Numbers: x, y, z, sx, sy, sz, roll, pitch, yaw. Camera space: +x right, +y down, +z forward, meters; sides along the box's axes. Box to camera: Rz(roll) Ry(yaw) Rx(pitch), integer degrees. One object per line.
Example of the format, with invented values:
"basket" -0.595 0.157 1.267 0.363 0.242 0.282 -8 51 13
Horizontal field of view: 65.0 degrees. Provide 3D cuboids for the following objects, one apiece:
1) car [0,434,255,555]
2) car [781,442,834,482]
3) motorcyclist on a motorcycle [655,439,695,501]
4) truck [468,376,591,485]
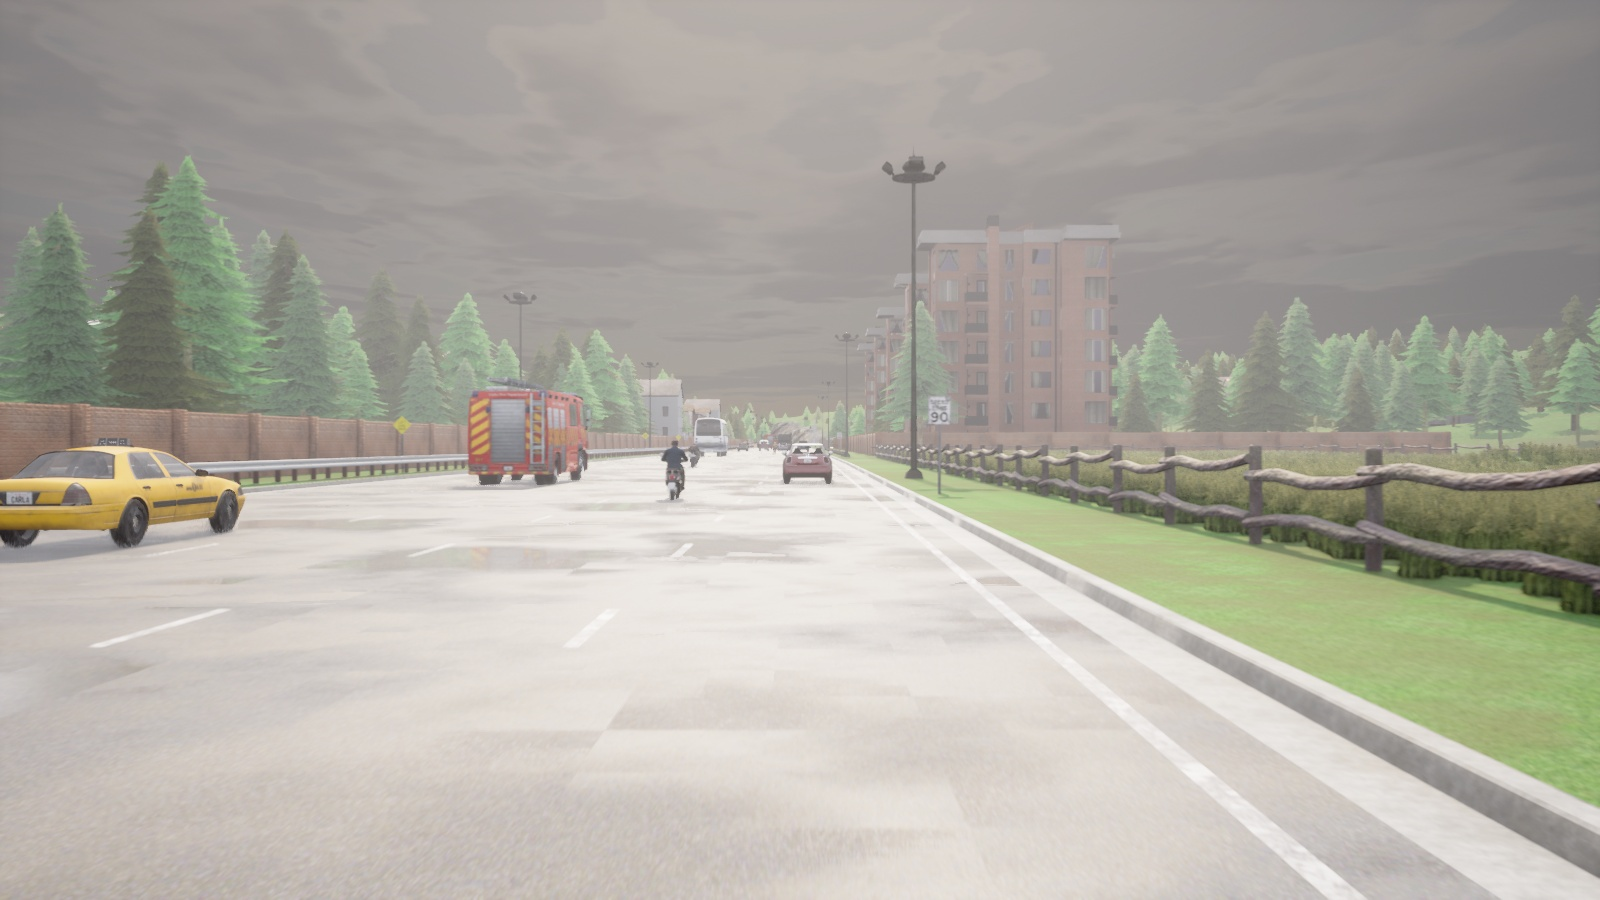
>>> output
"car" -10.376 0.569 19.100 1.801 1.575 5.366 0 0 0
"car" 0.290 0.439 48.460 1.970 1.475 3.806 0 0 0
"motorcyclist on a motorcycle" -3.296 0.510 33.217 0.866 1.590 1.817 0 0 0
"truck" -10.210 -0.699 48.362 2.891 3.827 8.468 0 0 0
